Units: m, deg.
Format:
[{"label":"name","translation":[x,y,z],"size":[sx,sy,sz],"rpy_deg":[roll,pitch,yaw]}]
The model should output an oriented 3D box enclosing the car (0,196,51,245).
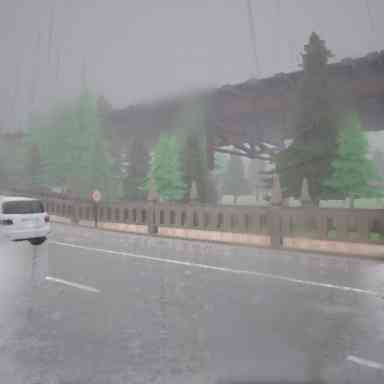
[{"label":"car","translation":[-8.275,1.186,14.072],"size":[5.566,2.045,2.150],"rpy_deg":[2,1,35]}]
